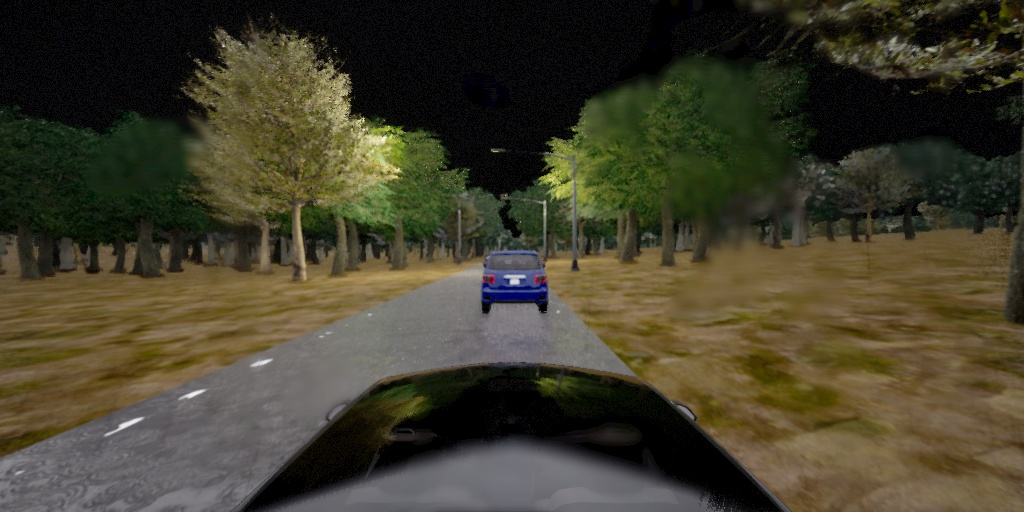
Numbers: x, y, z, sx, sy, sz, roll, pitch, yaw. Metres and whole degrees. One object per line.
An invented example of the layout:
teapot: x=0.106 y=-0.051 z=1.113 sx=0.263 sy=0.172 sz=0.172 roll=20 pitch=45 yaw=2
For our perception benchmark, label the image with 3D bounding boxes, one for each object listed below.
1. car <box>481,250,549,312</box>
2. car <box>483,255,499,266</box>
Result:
car: x=0.087 y=0.791 z=13.252 sx=2.150 sy=2.045 sz=5.566 roll=0 pitch=1 yaw=0
car: x=-2.927 y=0.566 z=51.356 sx=2.033 sy=1.411 sz=5.357 roll=0 pitch=1 yaw=0
